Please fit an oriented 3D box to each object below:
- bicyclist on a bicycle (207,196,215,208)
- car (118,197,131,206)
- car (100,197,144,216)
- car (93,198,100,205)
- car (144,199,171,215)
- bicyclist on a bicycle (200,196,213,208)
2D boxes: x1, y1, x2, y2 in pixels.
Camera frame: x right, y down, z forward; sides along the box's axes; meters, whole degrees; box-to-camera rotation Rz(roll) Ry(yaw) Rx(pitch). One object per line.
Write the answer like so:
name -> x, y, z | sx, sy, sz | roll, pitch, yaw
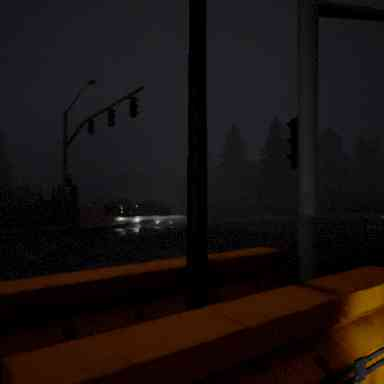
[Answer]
bicyclist on a bicycle -> 2.327, 1.388, 44.487 | 1.656, 1.620, 0.582 | 0, 0, -8
car -> -11.664, 1.601, 58.077 | 1.812, 1.442, 4.674 | 0, 0, -6
car -> -7.013, 1.394, 32.882 | 2.097, 1.767, 4.553 | 0, 0, -36
car -> -15.113, 1.612, 56.256 | 2.033, 1.411, 5.357 | 0, 0, -36
car -> -4.050, 1.530, 34.753 | 1.882, 1.535, 5.008 | 0, 0, -36
bicyclist on a bicycle -> 1.973, 1.388, 45.355 | 1.656, 1.620, 0.582 | 0, 0, -32
